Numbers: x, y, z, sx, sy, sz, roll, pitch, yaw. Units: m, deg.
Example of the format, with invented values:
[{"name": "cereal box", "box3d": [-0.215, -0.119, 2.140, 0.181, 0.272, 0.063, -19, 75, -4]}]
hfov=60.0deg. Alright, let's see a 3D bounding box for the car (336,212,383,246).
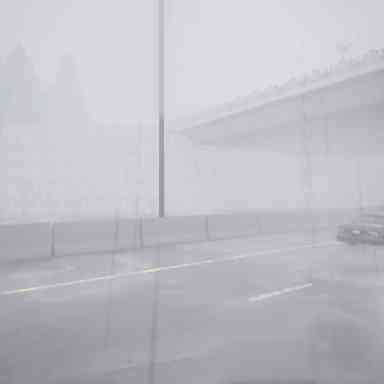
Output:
[{"name": "car", "box3d": [8.269, 1.560, 14.066, 5.357, 1.411, 2.033, 0, 0, -35]}]
